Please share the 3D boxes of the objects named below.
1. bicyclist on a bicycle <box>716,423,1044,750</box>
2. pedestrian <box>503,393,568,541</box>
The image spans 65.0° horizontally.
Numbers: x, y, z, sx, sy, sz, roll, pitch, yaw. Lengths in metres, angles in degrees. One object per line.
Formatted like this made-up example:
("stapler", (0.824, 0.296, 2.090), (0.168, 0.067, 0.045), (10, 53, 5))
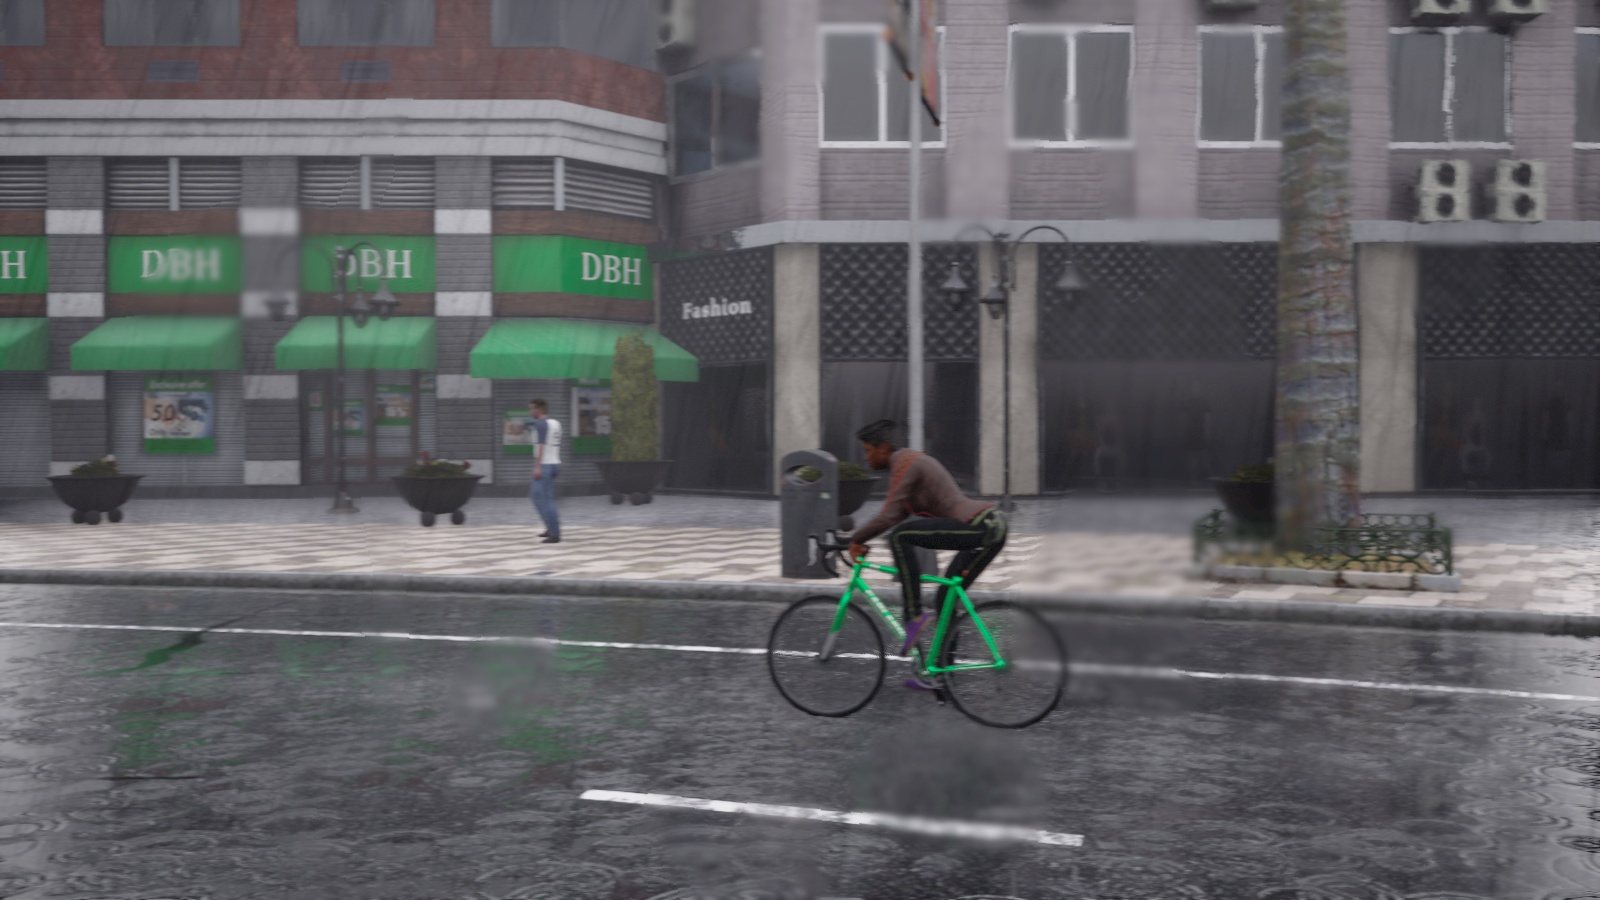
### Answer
("bicyclist on a bicycle", (0.431, 0.666, 6.727), (1.656, 1.620, 0.582), (0, 1, 18))
("pedestrian", (-3.311, 0.204, 15.739), (0.706, 1.836, 0.354), (0, 1, 13))
